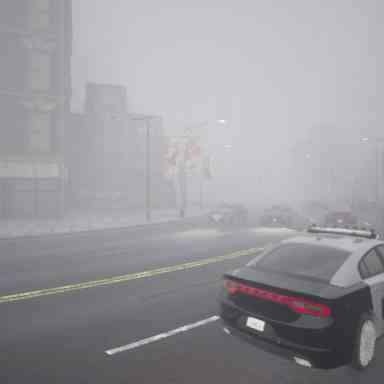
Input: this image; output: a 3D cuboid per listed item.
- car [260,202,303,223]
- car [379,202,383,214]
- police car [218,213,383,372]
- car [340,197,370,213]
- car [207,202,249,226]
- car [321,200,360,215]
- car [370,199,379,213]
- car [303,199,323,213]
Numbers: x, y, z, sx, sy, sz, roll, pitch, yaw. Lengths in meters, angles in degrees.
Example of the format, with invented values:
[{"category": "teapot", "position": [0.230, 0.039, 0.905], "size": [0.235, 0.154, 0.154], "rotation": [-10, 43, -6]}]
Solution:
[{"category": "car", "position": [5.865, 1.548, 22.096], "size": [1.994, 1.385, 4.181], "rotation": [0, 0, 25]}, {"category": "car", "position": [12.312, 1.341, 19.137], "size": [2.097, 1.767, 4.553], "rotation": [0, 0, 25]}, {"category": "police car", "position": [2.687, 1.421, 5.888], "size": [5.238, 1.638, 1.930], "rotation": [0, 1, -43]}, {"category": "car", "position": [16.575, 1.329, 35.313], "size": [2.097, 1.767, 4.553], "rotation": [0, 0, 6]}, {"category": "car", "position": [2.599, 1.473, 23.314], "size": [2.128, 1.511, 4.902], "rotation": [0, 0, 25]}, {"category": "car", "position": [9.607, 1.512, 21.669], "size": [1.812, 1.442, 4.674], "rotation": [0, 0, 23]}, {"category": "car", "position": [19.943, 1.497, 38.519], "size": [2.002, 1.452, 4.674], "rotation": [0, 0, 1]}, {"category": "car", "position": [13.140, 1.482, 36.050], "size": [1.837, 1.490, 4.892], "rotation": [0, 0, 5]}]
